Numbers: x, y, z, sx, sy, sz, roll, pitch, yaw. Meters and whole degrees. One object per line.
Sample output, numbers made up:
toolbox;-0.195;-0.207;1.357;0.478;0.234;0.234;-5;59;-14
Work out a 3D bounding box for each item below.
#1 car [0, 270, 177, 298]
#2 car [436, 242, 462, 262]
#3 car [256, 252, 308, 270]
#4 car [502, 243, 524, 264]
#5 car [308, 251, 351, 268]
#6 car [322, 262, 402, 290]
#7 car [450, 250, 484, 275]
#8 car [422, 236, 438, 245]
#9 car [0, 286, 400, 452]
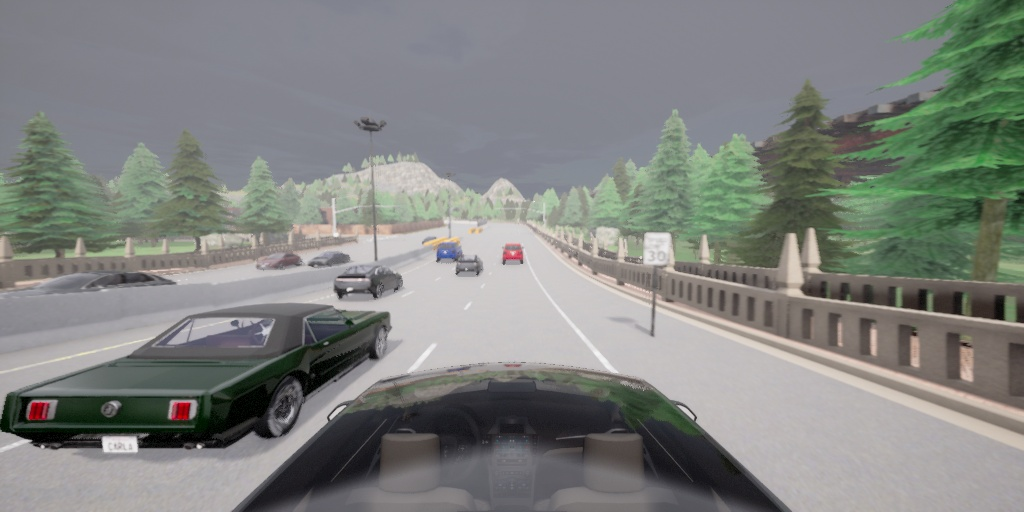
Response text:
car;-14.099;1.263;12.123;1.837;1.490;4.892;0;0;0
car;-6.900;-0.555;39.677;2.150;2.045;5.566;0;6;0
car;-21.083;0.416;32.693;1.812;1.442;4.674;0;5;0
car;0.100;-0.398;38.204;2.150;2.045;5.566;0;6;0
car;-17.591;0.258;34.795;2.033;1.411;5.357;0;5;0
car;-6.900;1.171;17.659;2.128;1.511;4.902;0;1;0
car;-3.400;0.638;29.273;2.128;1.511;4.902;0;4;0
car;-13.910;-2.733;61.401;2.033;1.411;5.357;0;7;0
car;-3.401;1.352;5.340;1.895;1.301;4.718;0;0;0
